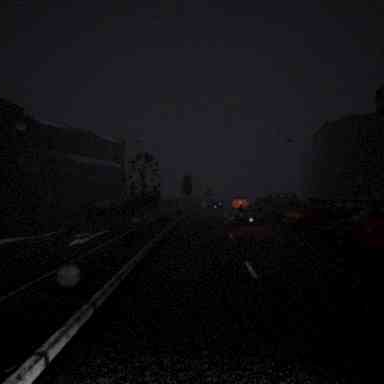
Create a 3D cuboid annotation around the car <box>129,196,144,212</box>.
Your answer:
[{"bbox_3d":[-6.926,1.451,34.353,2.163,1.488,4.792,0,0,7],"label":"car"}]

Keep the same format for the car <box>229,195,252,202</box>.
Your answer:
[{"bbox_3d":[6.170,1.241,42.315,2.097,1.767,4.553,0,0,8],"label":"car"}]

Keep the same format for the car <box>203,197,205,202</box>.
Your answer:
[{"bbox_3d":[1.745,1.764,77.953,2.231,1.521,4.892,0,-2,17],"label":"car"}]

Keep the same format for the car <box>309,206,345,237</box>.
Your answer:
[{"bbox_3d":[8.207,1.536,15.353,4.674,1.452,2.002,0,0,3],"label":"car"}]

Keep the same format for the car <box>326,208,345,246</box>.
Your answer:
[{"bbox_3d":[8.072,1.531,12.740,4.792,1.488,2.163,0,0,3],"label":"car"}]

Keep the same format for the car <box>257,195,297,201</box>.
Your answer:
[{"bbox_3d":[10.086,1.414,37.223,4.792,1.488,2.163,0,0,8],"label":"car"}]

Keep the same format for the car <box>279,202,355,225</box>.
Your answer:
[{"bbox_3d":[8.712,1.509,23.512,4.674,1.452,2.002,0,0,5],"label":"car"}]

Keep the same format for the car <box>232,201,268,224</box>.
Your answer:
[{"bbox_3d":[4.152,1.584,24.624,1.895,1.301,4.718,0,0,4],"label":"car"}]

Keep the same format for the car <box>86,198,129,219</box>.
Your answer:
[{"bbox_3d":[-7.499,1.447,28.890,2.097,1.535,5.008,0,0,6],"label":"car"}]

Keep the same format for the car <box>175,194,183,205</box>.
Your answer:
[{"bbox_3d":[-3.458,1.458,56.287,2.002,1.452,4.674,0,-1,12],"label":"car"}]

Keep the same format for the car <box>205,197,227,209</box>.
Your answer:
[{"bbox_3d":[3.112,1.495,42.302,1.895,1.301,4.718,0,0,8],"label":"car"}]

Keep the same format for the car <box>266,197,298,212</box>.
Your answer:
[{"bbox_3d":[9.210,1.470,28.948,4.792,1.488,2.163,0,0,6],"label":"car"}]

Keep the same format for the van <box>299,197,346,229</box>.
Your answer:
[{"bbox_3d":[8.465,1.264,18.055,4.442,1.987,1.878,0,0,3],"label":"van"}]

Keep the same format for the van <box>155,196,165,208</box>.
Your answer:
[{"bbox_3d":[-5.437,1.153,45.250,1.878,1.987,4.442,0,0,10],"label":"van"}]

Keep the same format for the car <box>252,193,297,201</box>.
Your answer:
[{"bbox_3d":[10.852,1.111,42.634,5.566,2.045,2.435,0,0,9],"label":"car"}]

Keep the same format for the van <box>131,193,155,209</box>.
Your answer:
[{"bbox_3d":[-6.236,1.167,39.769,1.878,1.987,4.442,0,0,8],"label":"van"}]

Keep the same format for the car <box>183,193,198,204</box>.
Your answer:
[{"bbox_3d":[-1.117,1.293,67.085,2.435,2.045,5.566,0,-1,14],"label":"car"}]

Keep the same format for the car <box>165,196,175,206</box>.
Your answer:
[{"bbox_3d":[-4.477,1.428,50.839,2.002,1.452,4.674,0,0,10],"label":"car"}]

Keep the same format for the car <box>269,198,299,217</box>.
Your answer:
[{"bbox_3d":[8.903,1.485,26.237,4.792,1.488,2.163,0,0,5],"label":"car"}]

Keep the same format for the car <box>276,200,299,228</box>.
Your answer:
[{"bbox_3d":[8.330,1.476,20.803,5.366,1.575,1.946,0,0,4],"label":"car"}]

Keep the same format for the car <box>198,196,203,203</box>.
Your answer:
[{"bbox_3d":[0.261,1.517,72.520,2.185,1.767,4.553,0,-1,15],"label":"car"}]

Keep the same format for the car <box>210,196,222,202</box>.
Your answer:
[{"bbox_3d":[6.829,2.050,93.824,2.185,1.767,4.553,0,-2,20],"label":"car"}]

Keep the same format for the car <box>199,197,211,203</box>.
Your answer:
[{"bbox_3d":[3.289,1.937,83.147,2.002,1.452,4.674,0,-2,18],"label":"car"}]

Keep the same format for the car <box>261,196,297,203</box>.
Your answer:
[{"bbox_3d":[9.453,1.425,31.670,4.892,1.521,2.231,0,0,7],"label":"car"}]

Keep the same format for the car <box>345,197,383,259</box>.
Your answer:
[{"bbox_3d":[8.049,1.253,10.012,5.566,2.045,2.435,0,0,2],"label":"car"}]

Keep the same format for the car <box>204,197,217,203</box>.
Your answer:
[{"bbox_3d":[4.975,2.064,88.402,2.163,1.488,4.792,0,-2,19],"label":"car"}]
